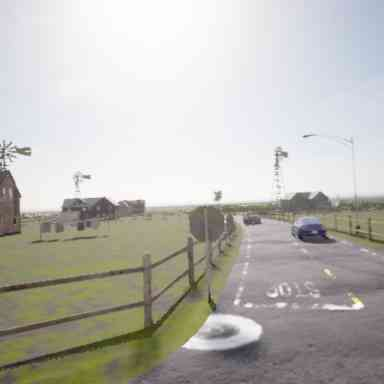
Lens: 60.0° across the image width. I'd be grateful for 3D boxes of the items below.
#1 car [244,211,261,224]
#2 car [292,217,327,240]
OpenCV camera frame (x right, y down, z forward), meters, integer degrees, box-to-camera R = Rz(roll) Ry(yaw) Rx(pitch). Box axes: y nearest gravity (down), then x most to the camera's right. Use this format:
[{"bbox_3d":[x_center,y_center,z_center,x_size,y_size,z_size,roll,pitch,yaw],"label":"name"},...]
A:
[{"bbox_3d":[8.449,3.570,47.115,2.097,1.767,4.553,-3,-3,5],"label":"car"},{"bbox_3d":[8.129,2.475,23.285,1.812,1.442,4.674,-3,-3,9],"label":"car"}]
